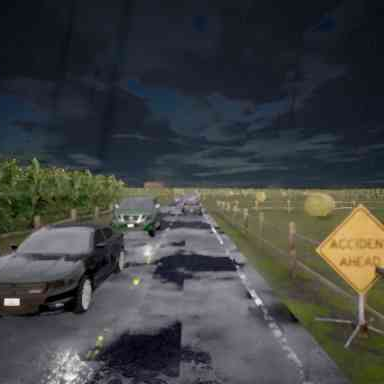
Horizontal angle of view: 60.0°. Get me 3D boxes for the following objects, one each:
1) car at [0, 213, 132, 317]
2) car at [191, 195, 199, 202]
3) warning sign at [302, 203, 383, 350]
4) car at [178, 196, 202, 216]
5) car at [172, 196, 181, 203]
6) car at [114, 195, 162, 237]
[{"bbox_3d":[-2.874,1.484,7.808,1.882,1.535,5.008,0,0,0],"label":"car"},{"bbox_3d":[0.647,1.509,74.813,1.812,1.442,4.674,0,0,0],"label":"car"},{"bbox_3d":[2.435,1.111,4.822,1.300,1.860,1.060,0,0,0],"label":"warning sign"},{"bbox_3d":[-0.032,1.492,32.691,2.128,1.511,4.902,0,0,0],"label":"car"},{"bbox_3d":[-3.038,1.495,68.304,2.128,1.511,4.902,0,0,0],"label":"car"},{"bbox_3d":[-2.913,1.228,18.497,2.150,2.045,5.566,0,0,0],"label":"car"}]
